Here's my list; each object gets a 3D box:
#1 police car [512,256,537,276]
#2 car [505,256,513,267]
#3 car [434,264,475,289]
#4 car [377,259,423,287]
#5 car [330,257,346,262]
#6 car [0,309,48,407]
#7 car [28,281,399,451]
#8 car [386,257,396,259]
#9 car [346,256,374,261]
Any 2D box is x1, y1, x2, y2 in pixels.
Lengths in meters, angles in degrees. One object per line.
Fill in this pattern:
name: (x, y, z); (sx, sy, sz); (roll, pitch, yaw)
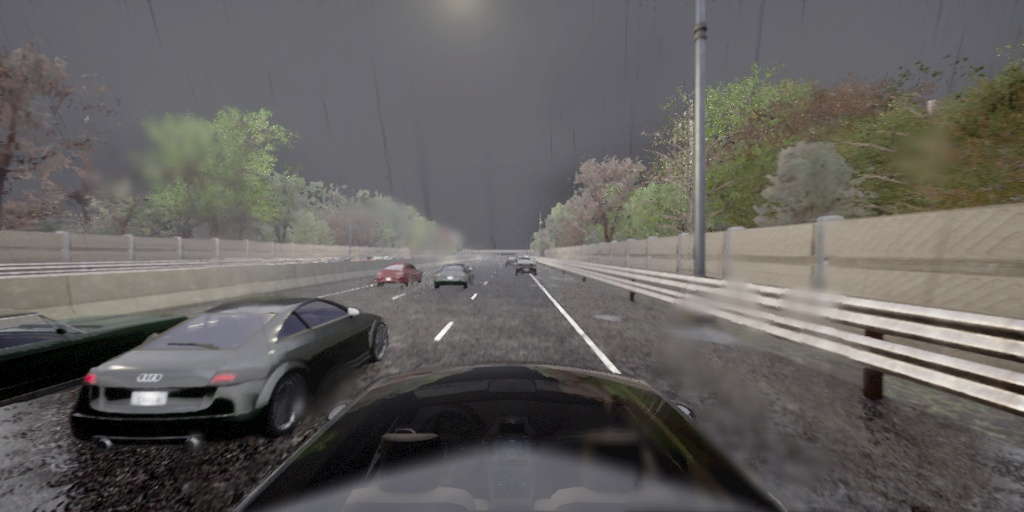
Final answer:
police car: (1.228, 0.929, 33.134); (1.930, 1.638, 5.238); (0, 0, 0)
car: (0.022, 0.841, 53.751); (1.882, 1.535, 5.008); (0, 1, 0)
car: (-3.395, 1.149, 21.719); (1.994, 1.385, 4.181); (0, 0, 0)
car: (-6.896, 1.107, 22.312); (1.812, 1.442, 4.674); (0, 0, 0)
car: (-24.535, 0.869, 51.885); (2.128, 1.511, 4.902); (0, 0, 1)
car: (-6.897, 1.328, 4.580); (1.895, 1.301, 4.718); (0, 0, 0)
car: (-3.400, 1.284, 5.368); (1.994, 1.385, 4.181); (0, 0, 0)
car: (-17.541, 0.908, 51.108); (1.812, 1.442, 4.674); (0, 0, 1)
car: (-21.051, 0.738, 50.646); (2.097, 1.767, 4.553); (0, 0, 1)
